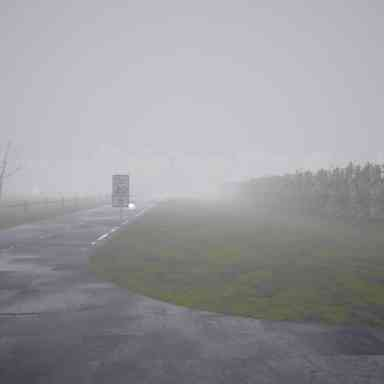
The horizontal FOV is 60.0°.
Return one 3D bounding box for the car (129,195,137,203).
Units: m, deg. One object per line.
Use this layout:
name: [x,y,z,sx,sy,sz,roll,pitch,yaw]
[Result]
car: [-9.878,1.086,52.264,1.895,1.301,4.718,1,1,-2]
